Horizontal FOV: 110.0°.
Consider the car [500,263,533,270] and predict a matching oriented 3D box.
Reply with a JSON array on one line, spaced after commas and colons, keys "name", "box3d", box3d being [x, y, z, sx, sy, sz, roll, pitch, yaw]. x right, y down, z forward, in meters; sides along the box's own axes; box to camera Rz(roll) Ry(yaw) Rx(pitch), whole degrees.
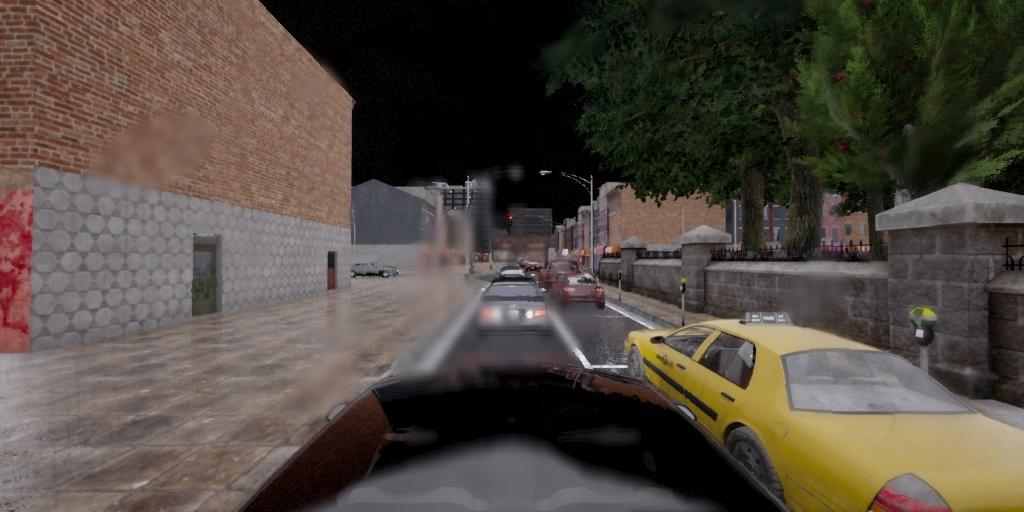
[{"name": "car", "box3d": [0.015, 1.287, 19.963, 1.812, 1.442, 4.674, 0, 0, 1]}]

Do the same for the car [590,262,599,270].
[{"name": "car", "box3d": [8.655, 1.311, 35.045, 4.902, 1.511, 2.128, 0, -1, 4]}]

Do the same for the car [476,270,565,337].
[{"name": "car", "box3d": [0.063, 1.300, 10.252, 2.033, 1.411, 5.357, 0, 0, 0]}]

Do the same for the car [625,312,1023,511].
[{"name": "car", "box3d": [2.639, 1.276, 4.005, 1.751, 1.417, 4.829, 0, 0, 0]}]

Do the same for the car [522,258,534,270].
[{"name": "car", "box3d": [2.614, 1.356, 46.612, 1.888, 1.381, 4.507, 0, 0, 0]}]

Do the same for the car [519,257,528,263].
[{"name": "car", "box3d": [2.604, 1.403, 62.923, 1.888, 1.381, 4.507, 0, 0, 0]}]

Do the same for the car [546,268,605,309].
[{"name": "car", "box3d": [2.633, 1.338, 14.734, 1.802, 1.307, 4.207, 0, 0, 0]}]

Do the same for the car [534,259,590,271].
[{"name": "car", "box3d": [2.630, 1.076, 20.183, 2.192, 1.841, 5.009, 0, 0, 0]}]

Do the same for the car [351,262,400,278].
[{"name": "car", "box3d": [-12.411, 1.234, 31.744, 4.902, 1.511, 2.128, 0, -1, 0]}]
